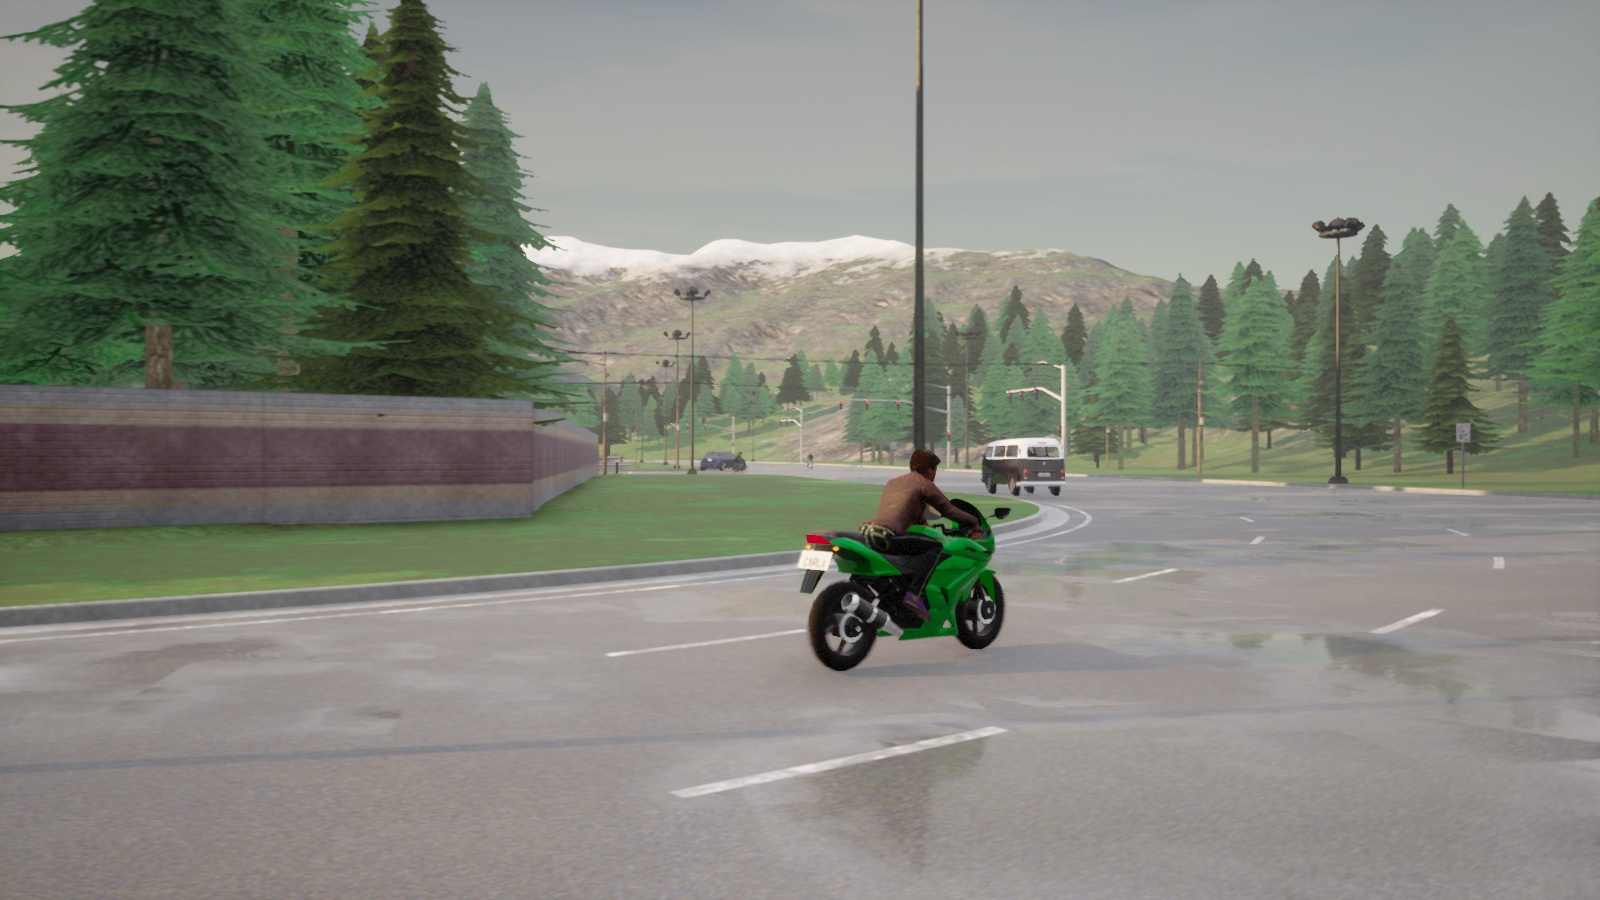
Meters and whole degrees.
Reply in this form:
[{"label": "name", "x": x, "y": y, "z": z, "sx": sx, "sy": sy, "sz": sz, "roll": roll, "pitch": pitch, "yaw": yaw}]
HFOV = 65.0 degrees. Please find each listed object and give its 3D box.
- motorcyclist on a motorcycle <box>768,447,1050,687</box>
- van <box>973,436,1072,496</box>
[{"label": "motorcyclist on a motorcycle", "x": 0.821, "y": 0.746, "z": 8.955, "sx": 2.044, "sy": 1.523, "sz": 0.797, "roll": 0, "pitch": -1, "yaw": -42}, {"label": "van", "x": 7.967, "y": 0.549, "z": 45.390, "sx": 2.069, "sy": 2.038, "sz": 4.480, "roll": 0, "pitch": 0, "yaw": -10}]
